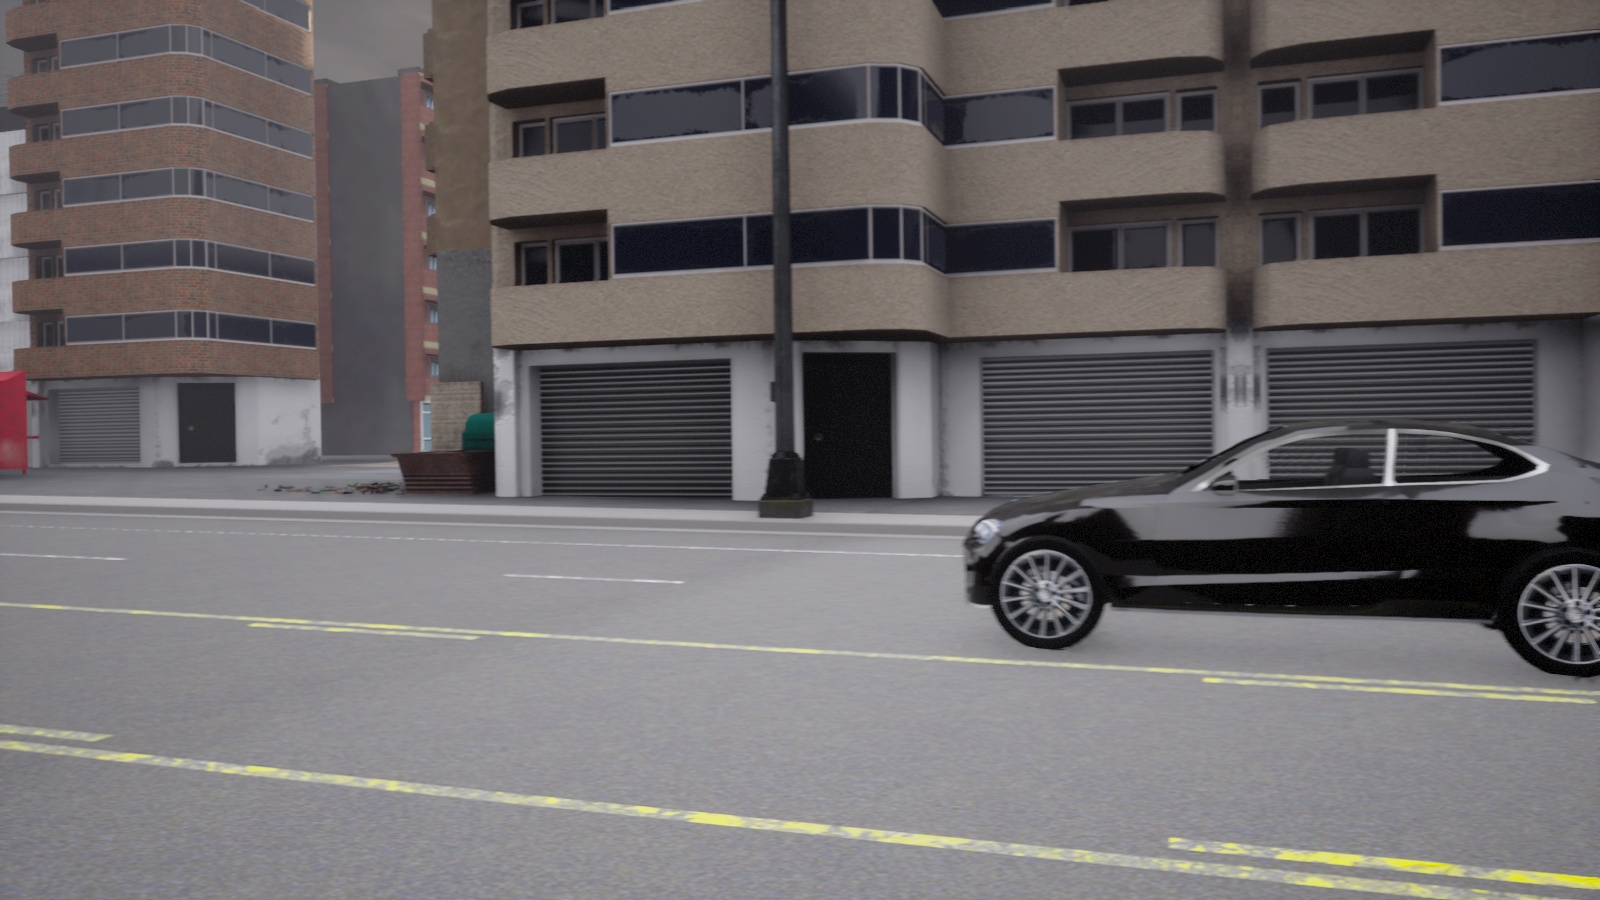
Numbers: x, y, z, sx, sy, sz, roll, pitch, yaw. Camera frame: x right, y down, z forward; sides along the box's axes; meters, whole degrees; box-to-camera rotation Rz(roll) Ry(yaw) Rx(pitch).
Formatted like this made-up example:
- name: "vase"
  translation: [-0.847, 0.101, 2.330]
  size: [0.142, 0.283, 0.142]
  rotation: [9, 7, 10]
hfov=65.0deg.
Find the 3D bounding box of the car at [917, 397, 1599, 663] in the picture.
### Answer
- name: "car"
  translation: [3.583, 0.467, 9.369]
  size: [5.027, 1.651, 2.152]
  rotation: [0, 1, 19]
